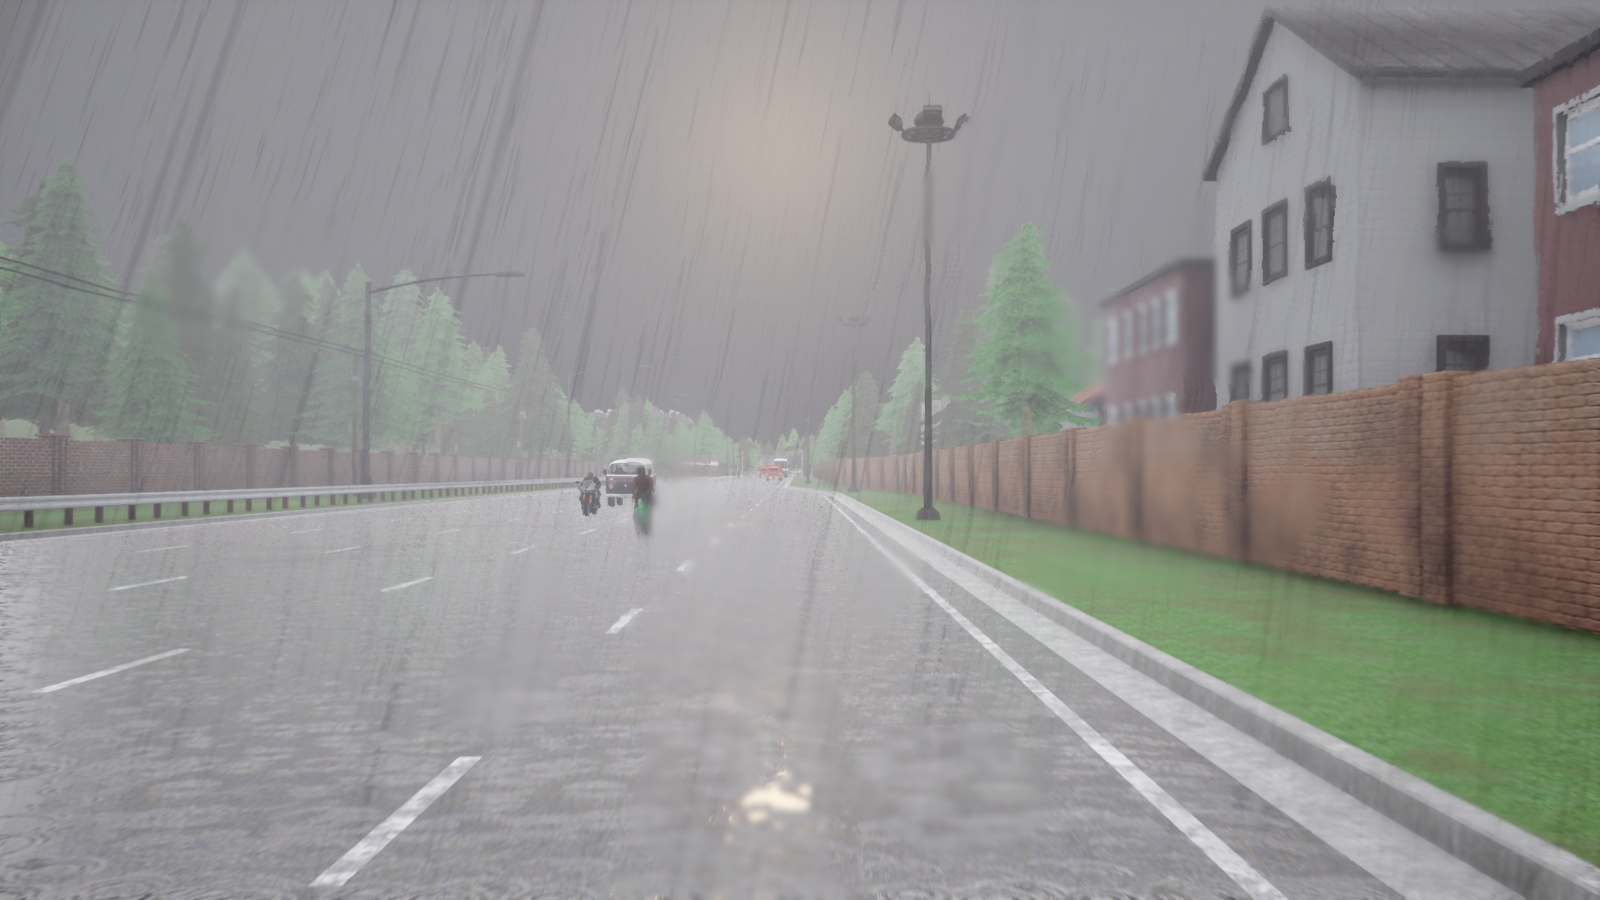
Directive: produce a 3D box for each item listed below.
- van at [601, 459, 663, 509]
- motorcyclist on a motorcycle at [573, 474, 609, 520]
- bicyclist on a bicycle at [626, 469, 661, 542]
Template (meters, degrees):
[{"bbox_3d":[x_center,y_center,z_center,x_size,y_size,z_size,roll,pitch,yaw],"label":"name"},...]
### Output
[{"bbox_3d":[-7.167,1.450,53.916,2.069,2.038,4.480,0,-1,0],"label":"van"},{"bbox_3d":[-7.128,1.580,42.843,0.866,1.530,2.191,0,-1,0],"label":"motorcyclist on a motorcycle"},{"bbox_3d":[-3.584,1.255,28.863,0.582,1.620,1.656,0,0,0],"label":"bicyclist on a bicycle"}]
